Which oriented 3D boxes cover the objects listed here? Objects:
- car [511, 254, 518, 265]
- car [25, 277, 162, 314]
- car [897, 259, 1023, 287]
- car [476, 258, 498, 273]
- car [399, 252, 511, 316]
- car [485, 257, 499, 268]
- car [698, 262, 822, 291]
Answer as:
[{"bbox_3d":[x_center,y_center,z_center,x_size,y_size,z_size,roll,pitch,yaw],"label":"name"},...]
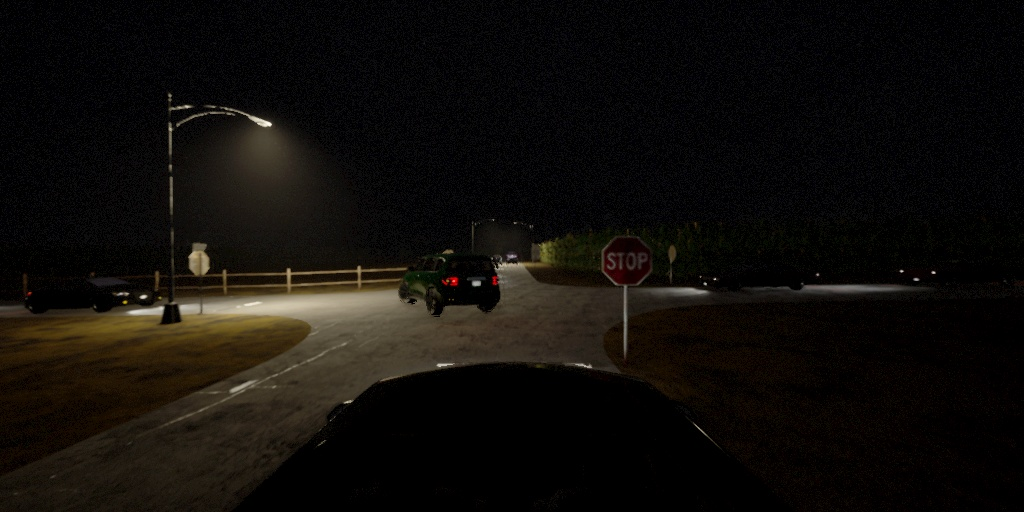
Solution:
[{"bbox_3d":[0.022,0.776,62.255,2.128,1.511,4.902,0,1,0],"label":"car"},{"bbox_3d":[-17.611,1.588,15.213,4.181,1.385,1.994,-1,0,0],"label":"car"},{"bbox_3d":[22.857,0.851,18.348,4.718,1.301,1.895,-1,0,0],"label":"car"},{"bbox_3d":[-2.831,1.006,41.017,2.128,1.511,4.902,0,1,1],"label":"car"},{"bbox_3d":[-2.506,0.952,13.548,2.150,2.045,5.566,1,-1,-31],"label":"car"},{"bbox_3d":[-2.813,0.935,51.614,1.812,1.442,4.674,0,1,0],"label":"car"},{"bbox_3d":[12.552,0.991,18.334,5.357,1.411,2.033,-1,0,1],"label":"car"}]
